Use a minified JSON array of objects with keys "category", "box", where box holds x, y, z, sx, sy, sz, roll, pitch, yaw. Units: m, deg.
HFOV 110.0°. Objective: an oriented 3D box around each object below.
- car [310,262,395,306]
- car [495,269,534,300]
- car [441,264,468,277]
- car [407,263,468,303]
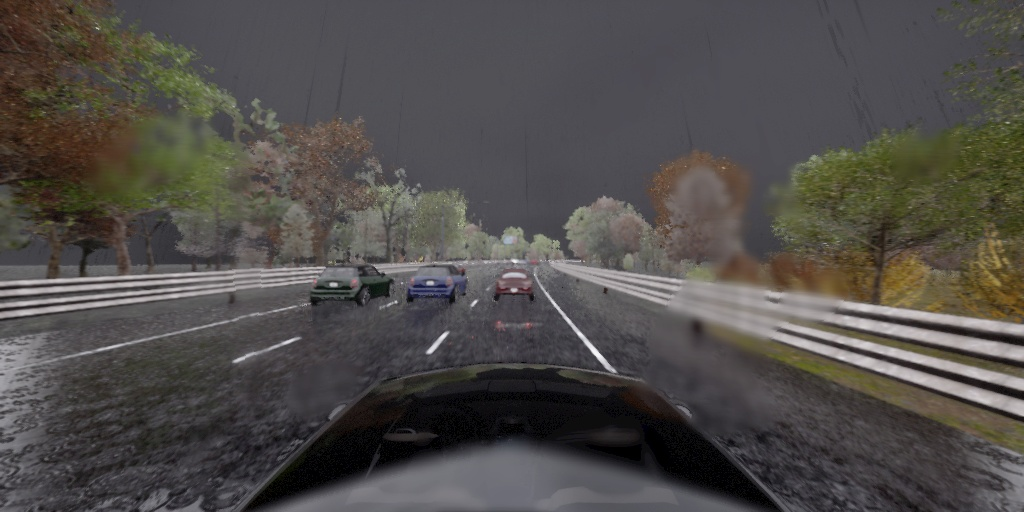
[{"category":"car","box":[-6.909,1.147,16.070,2.097,1.767,4.553,0,0,1]},{"category":"car","box":[0.136,1.365,18.335,1.812,1.442,4.674,0,0,1]},{"category":"car","box":[-6.211,1.532,39.227,1.895,1.301,4.718,0,0,3]},{"category":"car","box":[-3.391,1.168,17.169,2.097,1.767,4.553,0,0,1]}]
